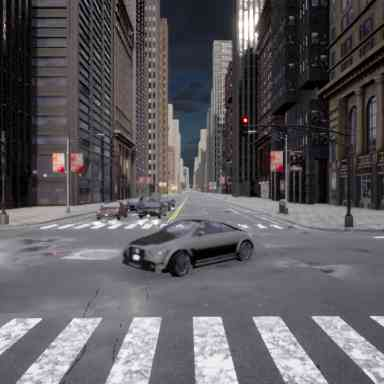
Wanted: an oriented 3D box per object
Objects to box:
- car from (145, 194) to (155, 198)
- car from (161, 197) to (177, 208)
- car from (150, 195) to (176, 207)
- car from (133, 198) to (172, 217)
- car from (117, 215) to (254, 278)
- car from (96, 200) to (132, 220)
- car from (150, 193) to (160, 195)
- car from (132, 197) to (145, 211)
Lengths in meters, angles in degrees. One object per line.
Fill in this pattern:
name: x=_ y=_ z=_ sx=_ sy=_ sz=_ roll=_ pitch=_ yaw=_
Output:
car: x=-6.663 y=1.474 z=47.425 sx=1.837 sy=1.490 sz=4.892 roll=0 pitch=0 yaw=0
car: x=-3.420 y=1.513 z=49.802 sx=2.033 sy=1.411 sz=5.357 roll=0 pitch=0 yaw=0
car: x=-3.398 y=1.468 z=39.250 sx=2.128 sy=1.511 sz=4.902 roll=0 pitch=0 yaw=0
car: x=-3.362 y=1.533 z=29.511 sx=2.033 sy=1.411 sz=5.357 roll=0 pitch=0 yaw=4
car: x=-0.005 y=1.532 z=10.156 sx=4.181 sy=1.385 sz=1.994 roll=-1 pitch=0 yaw=-42
car: x=-6.635 y=1.512 z=28.077 sx=1.812 sy=1.442 sz=4.674 roll=0 pitch=0 yaw=0
car: x=-6.635 y=1.171 z=59.029 sx=2.150 sy=2.045 sz=5.566 roll=0 pitch=0 yaw=0
car: x=-6.649 y=1.579 z=37.185 sx=1.895 sy=1.301 sz=4.718 roll=0 pitch=0 yaw=0
